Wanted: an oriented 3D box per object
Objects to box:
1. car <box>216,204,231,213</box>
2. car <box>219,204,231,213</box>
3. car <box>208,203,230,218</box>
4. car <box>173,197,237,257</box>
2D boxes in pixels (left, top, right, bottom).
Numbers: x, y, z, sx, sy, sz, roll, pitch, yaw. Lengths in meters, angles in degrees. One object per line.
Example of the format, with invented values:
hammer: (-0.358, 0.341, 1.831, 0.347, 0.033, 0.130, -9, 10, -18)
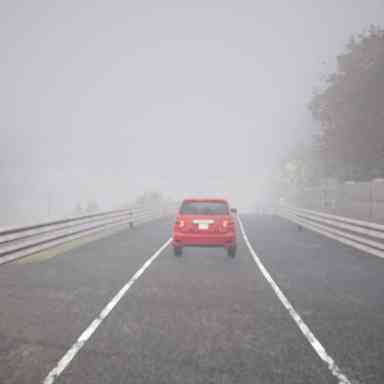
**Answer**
car: (4.647, 2.412, 48.628, 1.895, 1.301, 4.718, 0, -3, 7)
car: (5.760, 2.853, 56.913, 1.812, 1.442, 4.674, 0, -4, 9)
car: (2.668, 1.763, 32.143, 1.895, 1.301, 4.718, 0, -1, 7)
car: (0.593, 1.220, 13.131, 2.150, 2.045, 5.566, 0, -1, 5)
